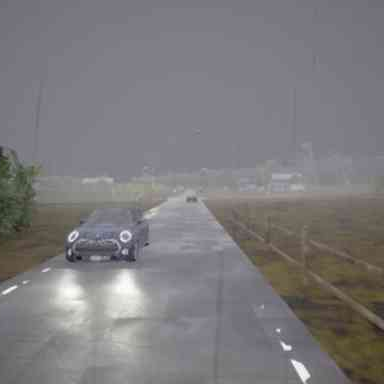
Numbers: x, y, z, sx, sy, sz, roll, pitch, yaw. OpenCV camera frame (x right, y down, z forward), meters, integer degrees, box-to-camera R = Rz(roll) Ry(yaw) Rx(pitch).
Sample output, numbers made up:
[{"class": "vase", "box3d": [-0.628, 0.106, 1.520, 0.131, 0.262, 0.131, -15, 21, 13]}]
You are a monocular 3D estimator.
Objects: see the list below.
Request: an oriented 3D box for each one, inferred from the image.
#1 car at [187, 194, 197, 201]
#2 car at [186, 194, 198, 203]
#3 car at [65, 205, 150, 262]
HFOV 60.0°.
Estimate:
[{"class": "car", "box3d": [-0.035, 1.060, 66.496, 2.033, 1.411, 5.357, 0, 0, 0]}, {"class": "car", "box3d": [-0.029, 1.052, 56.120, 1.882, 1.535, 5.008, 0, 1, 0]}, {"class": "car", "box3d": [-2.765, 1.305, 11.846, 2.097, 1.767, 4.553, 0, 0, 0]}]
